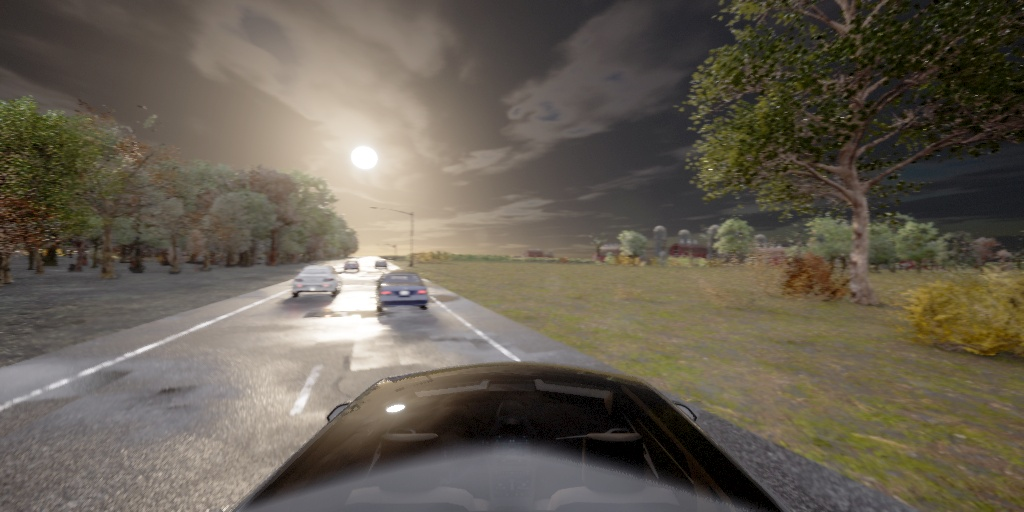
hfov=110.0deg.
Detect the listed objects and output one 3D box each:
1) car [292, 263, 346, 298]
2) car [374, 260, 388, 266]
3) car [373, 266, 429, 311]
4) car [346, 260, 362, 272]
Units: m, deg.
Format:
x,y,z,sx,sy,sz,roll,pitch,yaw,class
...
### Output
x,y,z,sx,sy,sz,roll,pitch,yaw,class
-9.642,1.210,18.001,1.812,1.442,4.674,1,0,-21,car
-20.404,1.236,55.847,1.994,1.385,4.181,1,0,-21,car
-4.511,1.285,14.393,2.033,1.411,5.357,1,0,-21,car
-19.819,1.191,44.542,2.033,1.411,5.357,1,0,-21,car
